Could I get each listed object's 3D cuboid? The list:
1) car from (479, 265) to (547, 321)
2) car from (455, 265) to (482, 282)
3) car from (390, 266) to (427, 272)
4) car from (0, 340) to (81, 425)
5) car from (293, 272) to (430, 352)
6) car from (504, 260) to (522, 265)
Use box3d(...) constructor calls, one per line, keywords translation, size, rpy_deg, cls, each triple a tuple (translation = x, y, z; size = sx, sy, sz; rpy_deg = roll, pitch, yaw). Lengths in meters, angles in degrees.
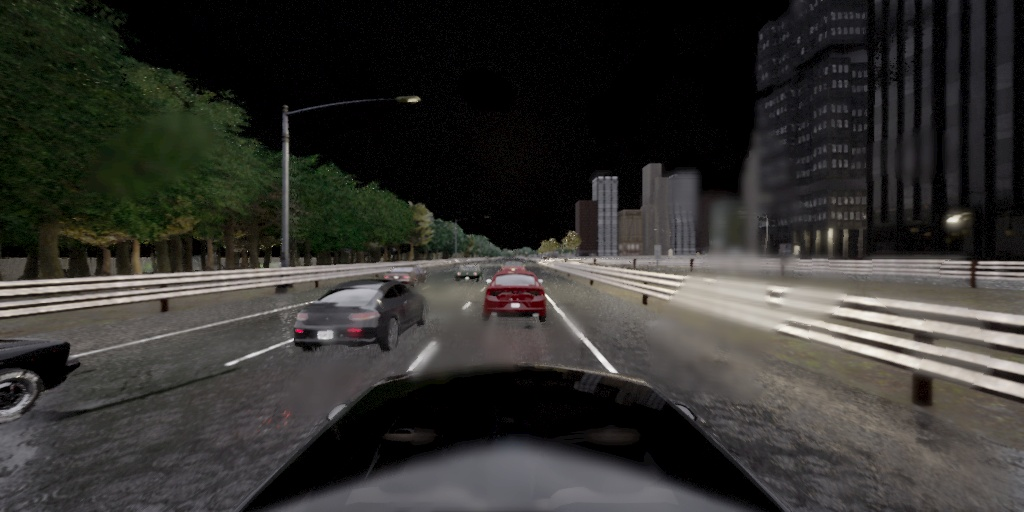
box3d(translation=(0.098, 1.247, 12.580), size=(1.882, 1.535, 5.008), rpy_deg=(0, 0, 0), cls="car")
box3d(translation=(-3.400, 1.398, 29.436), size=(1.895, 1.301, 4.718), rpy_deg=(0, 0, 0), cls="car")
box3d(translation=(-6.898, 1.335, 23.862), size=(2.033, 1.411, 5.357), rpy_deg=(0, 0, 0), cls="car")
box3d(translation=(-6.903, 1.352, 2.759), size=(1.895, 1.301, 4.718), rpy_deg=(0, 0, 0), cls="car")
box3d(translation=(-3.401, 1.288, 8.857), size=(1.812, 1.442, 4.674), rpy_deg=(0, 0, 0), cls="car")
box3d(translation=(0.100, 1.150, 30.503), size=(2.097, 1.767, 4.553), rpy_deg=(0, 0, 0), cls="car")
